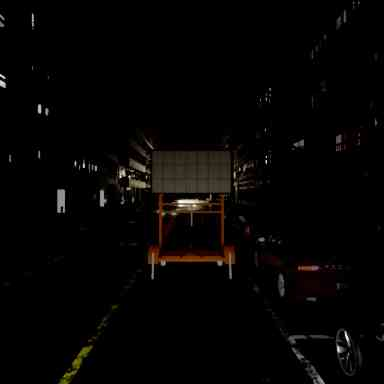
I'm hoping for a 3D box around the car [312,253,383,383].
[{"bbox_3d":[2.689,1.566,2.504,1.947,1.339,4.313,0,0,0],"label":"car"}]

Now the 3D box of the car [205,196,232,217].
[{"bbox_3d":[2.651,1.311,30.686,2.192,1.841,5.009,0,0,0],"label":"car"}]

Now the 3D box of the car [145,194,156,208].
[{"bbox_3d":[-5.755,1.430,47.588,1.967,1.590,4.097,0,0,0],"label":"car"}]

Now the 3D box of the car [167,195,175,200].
[{"bbox_3d":[-5.818,1.512,92.679,1.887,1.381,4.507,0,0,0],"label":"car"}]

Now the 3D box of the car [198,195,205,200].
[{"bbox_3d":[2.563,1.512,92.686,1.887,1.381,4.507,0,0,0],"label":"car"}]

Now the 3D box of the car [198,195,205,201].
[{"bbox_3d":[2.578,1.499,81.584,1.752,1.417,4.829,0,0,0],"label":"car"}]

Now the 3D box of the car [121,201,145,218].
[{"bbox_3d":[-5.731,1.521,30.507,1.752,1.417,4.829,0,0,0],"label":"car"}]

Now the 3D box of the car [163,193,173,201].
[{"bbox_3d":[-5.801,1.289,81.406,2.192,1.841,5.009,0,0,0],"label":"car"}]

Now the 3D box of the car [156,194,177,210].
[{"bbox_3d":[-3.059,1.343,42.910,2.097,1.767,4.553,0,0,0],"label":"car"}]

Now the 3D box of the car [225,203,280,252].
[{"bbox_3d":[2.674,1.440,13.777,1.967,1.590,4.097,0,0,0],"label":"car"}]

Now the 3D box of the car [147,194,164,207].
[{"bbox_3d":[-5.761,1.303,53.224,2.192,1.841,5.009,0,0,0],"label":"car"}]

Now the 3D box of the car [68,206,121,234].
[{"bbox_3d":[-5.715,1.565,19.404,1.947,1.339,4.313,0,0,0],"label":"car"}]

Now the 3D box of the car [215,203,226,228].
[{"bbox_3d":[2.666,1.550,19.413,2.008,1.369,4.403,0,0,0],"label":"car"}]

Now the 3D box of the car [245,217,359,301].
[{"bbox_3d":[2.682,1.545,8.140,1.887,1.381,4.507,0,0,0],"label":"car"}]

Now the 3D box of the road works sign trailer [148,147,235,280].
[{"bbox_3d":[-0.013,0.464,9.906,2.380,3.560,2.880,0,0,0],"label":"road works sign trailer"}]
